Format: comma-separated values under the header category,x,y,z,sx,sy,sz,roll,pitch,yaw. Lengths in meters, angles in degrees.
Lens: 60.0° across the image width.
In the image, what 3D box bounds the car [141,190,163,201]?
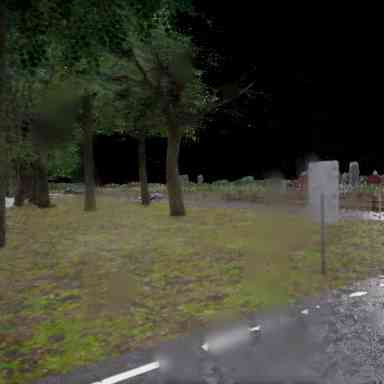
category,x,y,z,sx,sy,sz,roll,pitch,yaw
car,-6.470,0.518,53.764,2.097,1.767,4.553,-1,2,-35
